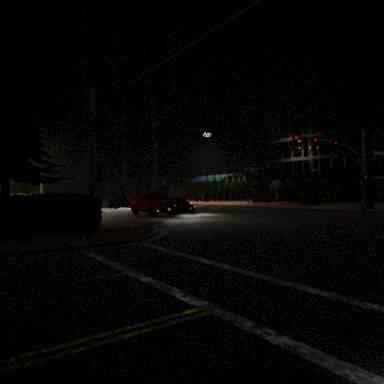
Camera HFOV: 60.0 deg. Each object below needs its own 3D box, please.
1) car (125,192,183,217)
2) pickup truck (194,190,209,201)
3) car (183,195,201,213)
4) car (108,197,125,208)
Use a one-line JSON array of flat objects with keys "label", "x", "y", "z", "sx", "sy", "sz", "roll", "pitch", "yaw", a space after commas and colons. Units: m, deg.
[{"label": "car", "x": -3.514, "y": 1.066, "z": 29.624, "sx": 2.150, "sy": 2.045, "sz": 5.566, "roll": -1, "pitch": 0, "yaw": -36}, {"label": "pickup truck", "x": 1.678, "y": 0.646, "z": 62.788, "sx": 2.390, "sy": 2.098, "sz": 6.274, "roll": -1, "pitch": 0, "yaw": -6}, {"label": "car", "x": -1.561, "y": 1.311, "z": 32.895, "sx": 1.837, "sy": 1.490, "sz": 4.892, "roll": -1, "pitch": 0, "yaw": -36}, {"label": "car", "x": -9.397, "y": 1.369, "z": 43.664, "sx": 1.994, "sy": 1.385, "sz": 4.181, "roll": -1, "pitch": 1, "yaw": -36}]
